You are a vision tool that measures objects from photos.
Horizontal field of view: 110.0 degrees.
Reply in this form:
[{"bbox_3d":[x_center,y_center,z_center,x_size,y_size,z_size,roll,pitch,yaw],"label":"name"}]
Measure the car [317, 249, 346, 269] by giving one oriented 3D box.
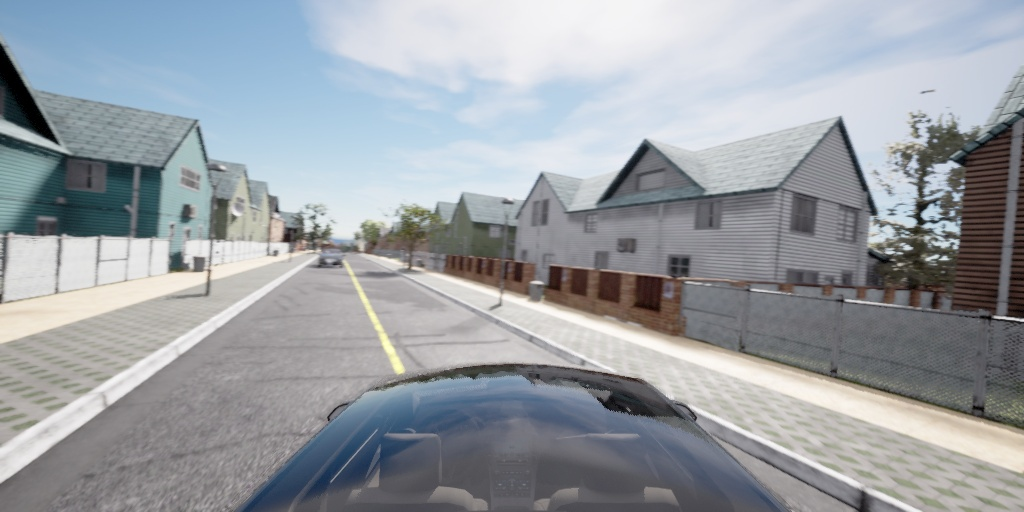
[{"bbox_3d":[-14.998,0.168,29.766,2.128,1.511,4.902,4,0,-26],"label":"car"}]
